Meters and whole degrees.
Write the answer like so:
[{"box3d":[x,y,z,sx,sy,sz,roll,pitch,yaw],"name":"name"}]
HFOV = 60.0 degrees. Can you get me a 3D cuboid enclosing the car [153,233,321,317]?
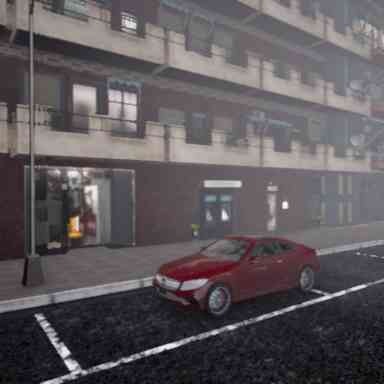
[{"box3d":[1.165,1.606,7.402,4.206,1.307,1.802,0,-1,-35],"name":"car"}]
